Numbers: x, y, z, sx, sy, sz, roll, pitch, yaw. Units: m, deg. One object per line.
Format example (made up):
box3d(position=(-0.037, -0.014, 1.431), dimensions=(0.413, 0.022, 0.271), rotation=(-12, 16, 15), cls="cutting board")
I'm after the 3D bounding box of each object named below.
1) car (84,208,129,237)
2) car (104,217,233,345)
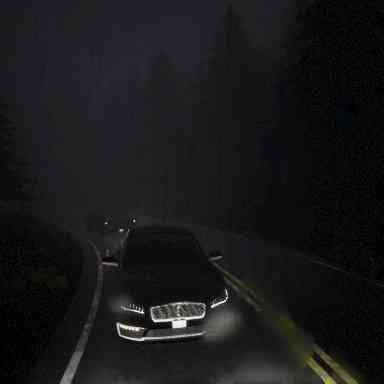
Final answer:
box3d(position=(-4.615, 1.609, 18.513), dimensions=(1.895, 1.301, 4.718), rotation=(-3, 1, -29), cls="car")
box3d(position=(-0.640, 1.494, 6.775), dimensions=(1.837, 1.490, 4.892), rotation=(-1, 0, -11), cls="car")
